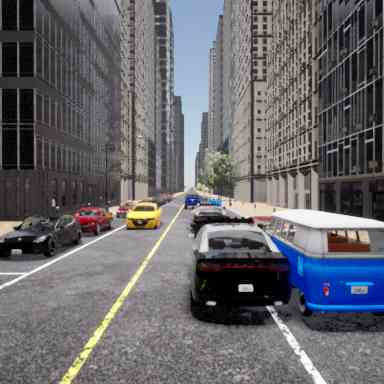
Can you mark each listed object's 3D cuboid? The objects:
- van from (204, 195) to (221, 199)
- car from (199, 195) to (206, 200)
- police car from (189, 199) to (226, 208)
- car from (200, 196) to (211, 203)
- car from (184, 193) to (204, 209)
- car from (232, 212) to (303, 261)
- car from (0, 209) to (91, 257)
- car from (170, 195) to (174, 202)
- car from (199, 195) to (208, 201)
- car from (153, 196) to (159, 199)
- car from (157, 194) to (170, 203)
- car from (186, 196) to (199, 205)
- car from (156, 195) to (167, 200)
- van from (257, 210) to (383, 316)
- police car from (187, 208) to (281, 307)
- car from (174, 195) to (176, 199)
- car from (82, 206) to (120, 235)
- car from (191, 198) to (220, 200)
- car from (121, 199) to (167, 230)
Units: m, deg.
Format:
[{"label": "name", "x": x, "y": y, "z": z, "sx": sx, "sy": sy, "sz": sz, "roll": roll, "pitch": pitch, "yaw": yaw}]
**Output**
[{"label": "van", "x": 2.777, "y": 1.327, "z": 41.396, "sx": 1.690, "sy": 1.788, "sz": 3.998, "roll": 0, "pitch": 0, "yaw": 0}, {"label": "car", "x": 2.890, "y": 1.473, "z": 92.669, "sx": 2.008, "sy": 1.369, "sz": 4.403, "roll": 0, "pitch": 0, "yaw": 0}, {"label": "police car", "x": 0.940, "y": 1.422, "z": 18.213, "sx": 1.930, "sy": 1.638, "sz": 5.238, "roll": 0, "pitch": 0, "yaw": 0}, {"label": "car", "x": 2.840, "y": 1.507, "z": 69.880, "sx": 2.008, "sy": 1.369, "sz": 4.403, "roll": 0, "pitch": 0, "yaw": 0}, {"label": "car", "x": 0.103, "y": 1.205, "z": 44.874, "sx": 2.150, "sy": 2.045, "sz": 5.566, "roll": 0, "pitch": 0, "yaw": 0}, {"label": "car", "x": 2.716, "y": 1.580, "z": 12.910, "sx": 1.802, "sy": 1.307, "sz": 4.206, "roll": 0, "pitch": 0, "yaw": 0}, {"label": "car", "x": -5.665, "y": 1.564, "z": 12.929, "sx": 1.947, "sy": 1.339, "sz": 4.313, "roll": 0, "pitch": 0, "yaw": 0}, {"label": "car", "x": -5.541, "y": 1.272, "z": 69.899, "sx": 2.192, "sy": 1.841, "sz": 5.009, "roll": 0, "pitch": 0, "yaw": 0}, {"label": "car", "x": 2.865, "y": 1.492, "z": 81.275, "sx": 2.008, "sy": 1.369, "sz": 4.403, "roll": 0, "pitch": 0, "yaw": 0}, {"label": "car", "x": -5.603, "y": 1.568, "z": 41.415, "sx": 1.802, "sy": 1.307, "sz": 4.206, "roll": 0, "pitch": 0, "yaw": 0}, {"label": "car", "x": -5.566, "y": 1.285, "z": 58.505, "sx": 2.192, "sy": 1.841, "sz": 5.009, "roll": 0, "pitch": 0, "yaw": 0}, {"label": "car", "x": 0.129, "y": 1.461, "z": 59.148, "sx": 2.128, "sy": 1.511, "sz": 4.902, "roll": 0, "pitch": 0, "yaw": 0}, {"label": "car", "x": -5.577, "y": 1.542, "z": 52.808, "sx": 1.947, "sy": 1.339, "sz": 4.313, "roll": 0, "pitch": 0, "yaw": 0}, {"label": "van", "x": 2.702, "y": 1.340, "z": 7.214, "sx": 1.690, "sy": 1.788, "sz": 3.998, "roll": 0, "pitch": 0, "yaw": 0}, {"label": "police car", "x": 0.919, "y": 1.424, "z": 8.212, "sx": 1.930, "sy": 1.638, "sz": 5.238, "roll": 0, "pitch": 0, "yaw": 0}, {"label": "car", "x": -5.515, "y": 1.523, "z": 81.294, "sx": 1.802, "sy": 1.307, "sz": 4.206, "roll": 0, "pitch": 0, "yaw": 0}, {"label": "car", "x": -5.652, "y": 1.541, "z": 18.627, "sx": 1.887, "sy": 1.381, "sz": 4.507, "roll": 0, "pitch": 0, "yaw": 0}, {"label": "car", "x": 0.953, "y": 1.451, "z": 24.293, "sx": 1.801, "sy": 1.575, "sz": 5.366, "roll": 0, "pitch": 0, "yaw": 0}, {"label": "car", "x": -2.953, "y": 1.474, "z": 21.368, "sx": 1.882, "sy": 1.535, "sz": 5.008, "roll": 0, "pitch": 0, "yaw": 0}]
